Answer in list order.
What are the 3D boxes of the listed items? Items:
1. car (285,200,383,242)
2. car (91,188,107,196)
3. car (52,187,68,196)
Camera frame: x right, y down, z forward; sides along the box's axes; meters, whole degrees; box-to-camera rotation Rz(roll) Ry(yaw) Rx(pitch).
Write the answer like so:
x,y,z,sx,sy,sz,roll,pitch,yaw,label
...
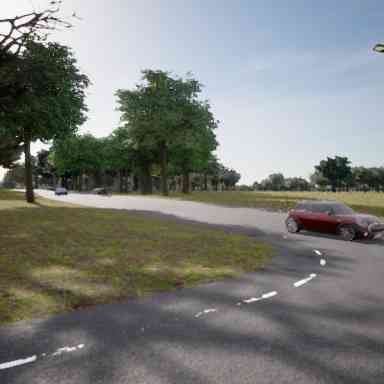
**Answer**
x,y,z,sx,sy,sz,roll,pitch,yaw,label
6.954,1.276,16.466,2.097,1.767,4.553,-1,2,-35,car
-17.853,-0.060,63.673,1.837,1.490,4.892,-1,2,-35,car
-24.431,-0.041,62.155,1.882,1.535,5.008,-1,2,-29,car
